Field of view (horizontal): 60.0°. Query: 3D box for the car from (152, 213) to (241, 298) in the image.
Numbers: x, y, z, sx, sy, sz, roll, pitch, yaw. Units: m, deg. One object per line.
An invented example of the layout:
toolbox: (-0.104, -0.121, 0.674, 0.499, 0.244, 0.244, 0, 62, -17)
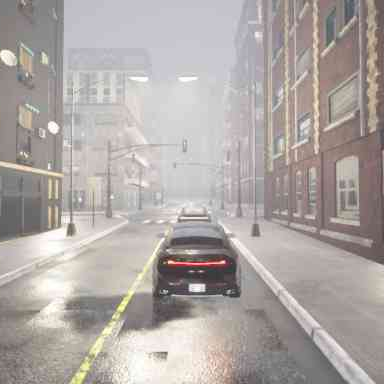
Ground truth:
car: (0.106, 1.511, 8.521, 1.837, 1.490, 4.892, 0, 0, 0)

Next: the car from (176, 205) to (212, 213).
car: (0.130, 1.511, 18.913, 2.128, 1.511, 4.902, 0, 0, 0)
